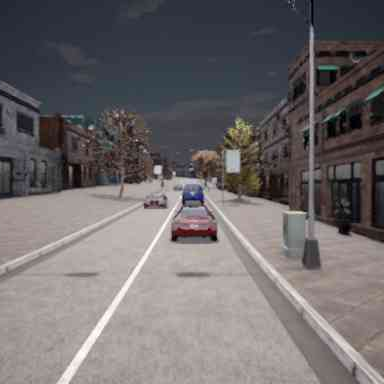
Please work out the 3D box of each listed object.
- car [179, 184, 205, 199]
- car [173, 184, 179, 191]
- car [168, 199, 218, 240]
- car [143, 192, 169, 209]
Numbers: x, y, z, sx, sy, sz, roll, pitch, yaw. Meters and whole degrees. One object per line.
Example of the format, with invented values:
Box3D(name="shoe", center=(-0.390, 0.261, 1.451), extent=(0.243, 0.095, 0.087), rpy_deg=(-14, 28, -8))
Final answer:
Box3D(name="car", center=(0.090, 0.200, 33.627), extent=(2.150, 2.045, 5.566), rpy_deg=(0, 2, 0))
Box3D(name="car", center=(-3.047, -0.949, 70.407), extent=(1.837, 1.490, 4.892), rpy_deg=(0, 2, 0))
Box3D(name="car", center=(0.097, 1.255, 15.274), extent=(1.994, 1.385, 4.181), rpy_deg=(0, 2, 0))
Box3D(name="car", center=(-3.103, 0.706, 29.425), extent=(1.994, 1.385, 4.181), rpy_deg=(0, 2, 0))
